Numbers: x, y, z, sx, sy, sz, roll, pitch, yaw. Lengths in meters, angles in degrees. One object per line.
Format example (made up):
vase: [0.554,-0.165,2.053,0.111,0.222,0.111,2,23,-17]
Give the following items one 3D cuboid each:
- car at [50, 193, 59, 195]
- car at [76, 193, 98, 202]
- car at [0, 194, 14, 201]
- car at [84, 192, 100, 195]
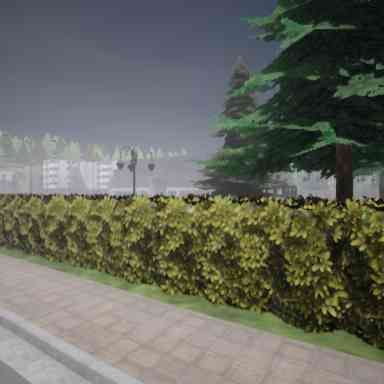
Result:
car: [-31.200,1.124,75.729,2.152,1.636,5.027,0,0,39]
car: [-21.339,1.045,67.577,1.905,1.878,3.866,0,0,39]
car: [-43.666,1.269,76.470,2.007,1.523,4.514,0,0,39]
car: [-18.837,1.065,66.043,1.932,1.855,4.605,0,0,39]
